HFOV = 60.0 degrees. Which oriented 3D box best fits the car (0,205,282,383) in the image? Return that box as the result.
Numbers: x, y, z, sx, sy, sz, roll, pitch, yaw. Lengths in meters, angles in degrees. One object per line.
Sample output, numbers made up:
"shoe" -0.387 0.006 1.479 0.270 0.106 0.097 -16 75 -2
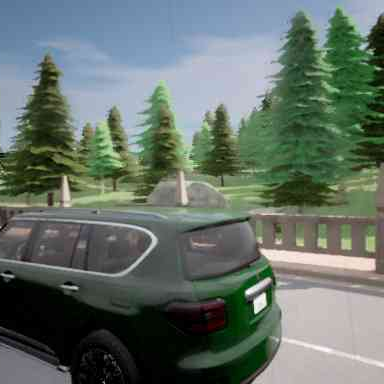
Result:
"car" -1.559 1.213 4.821 5.566 2.045 2.150 0 0 33
